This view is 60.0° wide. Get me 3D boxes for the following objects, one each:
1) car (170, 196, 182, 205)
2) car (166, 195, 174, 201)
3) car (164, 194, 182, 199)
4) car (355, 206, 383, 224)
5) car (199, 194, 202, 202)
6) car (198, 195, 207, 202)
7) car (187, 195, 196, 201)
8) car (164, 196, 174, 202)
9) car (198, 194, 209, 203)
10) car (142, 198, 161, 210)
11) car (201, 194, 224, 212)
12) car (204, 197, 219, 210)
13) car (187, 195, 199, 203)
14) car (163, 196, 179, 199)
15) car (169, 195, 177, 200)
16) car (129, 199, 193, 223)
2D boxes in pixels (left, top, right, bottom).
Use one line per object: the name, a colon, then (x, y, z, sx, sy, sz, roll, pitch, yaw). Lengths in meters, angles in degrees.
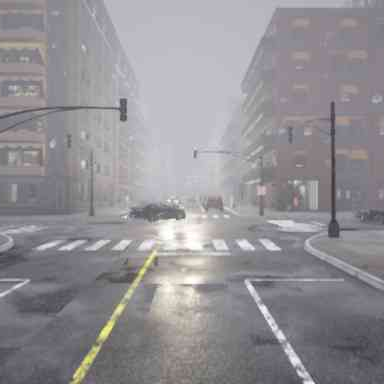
car: (-2.818, 1.497, 58.979, 1.812, 1.442, 4.674, 0, 0, 0)
car: (-5.386, 1.573, 82.977, 1.752, 1.417, 4.829, 1, 0, 0)
car: (-2.877, 1.489, 48.777, 1.812, 1.442, 4.674, 0, 0, 0)
car: (14.331, 1.571, 23.849, 4.718, 1.301, 1.895, 0, -1, -2)
car: (2.533, 1.278, 49.830, 2.192, 1.841, 5.009, 1, 0, 0)
car: (2.500, 1.465, 77.628, 1.967, 1.590, 4.097, 1, 0, 0)
car: (-0.079, 1.400, 78.712, 2.033, 1.411, 5.357, 0, 0, 0)
car: (-5.381, 1.576, 77.585, 2.008, 1.369, 4.403, 1, 0, 0)
car: (2.508, 1.317, 72.064, 2.192, 1.841, 5.009, 1, 0, 0)
car: (-5.344, 1.530, 44.213, 1.947, 1.339, 4.313, 1, 0, 0)
car: (2.546, 1.282, 38.705, 2.192, 1.841, 5.009, 1, 0, 0)
car: (2.536, 1.489, 44.435, 1.752, 1.417, 4.829, 1, 0, 0)
car: (-0.069, 1.545, 68.703, 1.994, 1.385, 4.181, 0, 0, 0)
car: (-2.883, 1.531, 38.887, 1.994, 1.385, 4.181, 0, 0, 0)
car: (-5.399, 1.653, 94.275, 2.008, 1.369, 4.403, 1, 0, 0)
car: (-2.575, 1.542, 25.554, 2.128, 1.511, 4.902, -1, -1, 42)
